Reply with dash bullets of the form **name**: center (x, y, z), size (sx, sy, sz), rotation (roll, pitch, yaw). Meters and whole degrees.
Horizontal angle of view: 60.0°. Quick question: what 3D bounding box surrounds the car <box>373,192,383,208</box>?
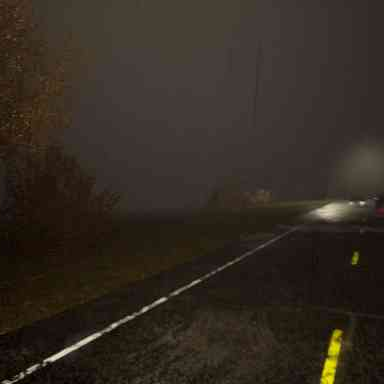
- **car**: center (21.507, 0.945, 37.096), size (1.837, 1.490, 4.892), rotation (-2, 0, 29)

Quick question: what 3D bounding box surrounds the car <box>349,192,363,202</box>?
- **car**: center (27.321, 0.820, 55.309), size (1.882, 1.535, 5.008), rotation (-2, 0, 28)

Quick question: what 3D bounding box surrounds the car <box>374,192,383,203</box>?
- **car**: center (27.665, 0.762, 48.587), size (1.882, 1.535, 5.008), rotation (-2, 0, 28)
